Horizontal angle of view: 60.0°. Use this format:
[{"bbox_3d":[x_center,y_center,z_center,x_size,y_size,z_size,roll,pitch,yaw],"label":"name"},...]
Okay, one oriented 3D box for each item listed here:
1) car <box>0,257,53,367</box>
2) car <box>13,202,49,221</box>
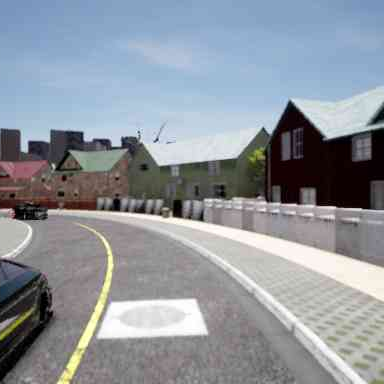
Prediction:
[{"bbox_3d":[-3.268,1.564,4.095,1.994,1.385,4.181,0,0,-6],"label":"car"},{"bbox_3d":[-14.081,1.635,28.930,1.837,1.490,4.892,1,-1,-43],"label":"car"}]
